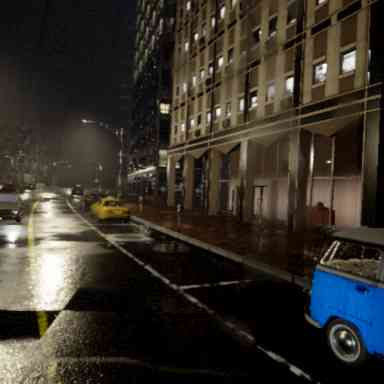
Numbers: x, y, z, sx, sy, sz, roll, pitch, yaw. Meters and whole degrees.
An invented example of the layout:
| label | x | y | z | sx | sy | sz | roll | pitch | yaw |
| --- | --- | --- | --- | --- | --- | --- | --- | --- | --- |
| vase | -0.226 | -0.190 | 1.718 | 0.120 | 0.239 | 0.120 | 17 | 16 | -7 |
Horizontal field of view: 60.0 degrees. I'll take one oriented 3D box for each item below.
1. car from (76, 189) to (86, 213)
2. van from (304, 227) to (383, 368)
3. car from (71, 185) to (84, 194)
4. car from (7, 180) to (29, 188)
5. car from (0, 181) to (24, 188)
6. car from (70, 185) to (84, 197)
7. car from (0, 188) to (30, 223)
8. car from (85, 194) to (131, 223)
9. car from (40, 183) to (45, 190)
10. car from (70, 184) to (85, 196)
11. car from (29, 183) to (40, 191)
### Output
| label | x | y | z | sx | sy | sz | roll | pitch | yaw |
| --- | --- | --- | --- | --- | --- | --- | --- | --- | --- |
| car | -7.258 | 0.769 | 24.771 | 1.947 | 1.339 | 4.313 | 4 | 1 | -24 |
| van | 3.181 | 1.459 | 3.677 | 1.690 | 1.788 | 3.998 | 4 | 0 | -28 |
| car | -19.493 | -0.421 | 56.941 | 1.887 | 1.381 | 4.507 | 4 | 1 | -17 |
| car | -24.424 | -0.531 | 46.385 | 1.752 | 1.417 | 4.829 | 4 | 1 | -19 |
| car | -22.638 | -0.319 | 41.369 | 1.947 | 1.339 | 4.313 | 4 | 1 | -20 |
| car | -15.873 | -0.038 | 46.211 | 1.947 | 1.339 | 4.313 | 4 | 1 | -20 |
| car | -9.914 | 0.720 | 17.577 | 2.033 | 1.411 | 5.357 | 3 | 1 | -25 |
| car | -4.892 | 0.941 | 19.613 | 1.752 | 1.417 | 4.829 | 4 | 1 | -25 |
| car | -30.888 | -1.164 | 67.340 | 2.008 | 1.369 | 4.403 | 4 | 1 | -15 |
| car | -17.731 | -0.347 | 51.579 | 1.967 | 1.590 | 4.097 | 4 | 1 | -18 |
| car | -27.888 | -0.851 | 56.953 | 2.008 | 1.369 | 4.403 | 4 | 1 | -17 |
